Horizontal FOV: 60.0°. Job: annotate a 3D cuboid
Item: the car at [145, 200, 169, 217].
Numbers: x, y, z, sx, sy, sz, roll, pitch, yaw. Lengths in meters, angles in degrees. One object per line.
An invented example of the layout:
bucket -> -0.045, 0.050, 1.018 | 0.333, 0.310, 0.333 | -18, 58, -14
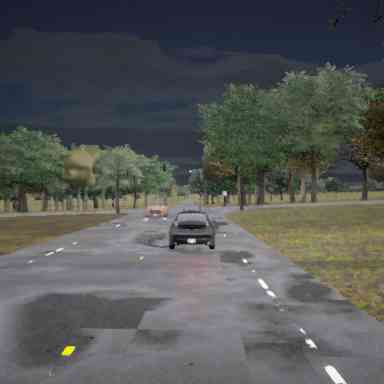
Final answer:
car -> -3.500, 1.637, 33.716 | 2.097, 1.767, 4.553 | 0, -1, 0

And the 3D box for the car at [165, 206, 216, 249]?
car -> 0.000, 1.571, 14.684 | 1.837, 1.490, 4.892 | 0, 0, 0
